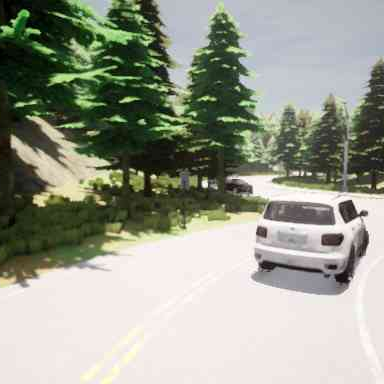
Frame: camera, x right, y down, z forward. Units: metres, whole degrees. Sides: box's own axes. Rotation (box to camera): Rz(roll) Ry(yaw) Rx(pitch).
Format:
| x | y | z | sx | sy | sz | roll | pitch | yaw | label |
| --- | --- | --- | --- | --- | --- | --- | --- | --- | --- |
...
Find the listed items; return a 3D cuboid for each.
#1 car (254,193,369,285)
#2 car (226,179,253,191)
| x | y | z | sx | sy | sz | roll | pitch | yaw | label |
| --- | --- | --- | --- | --- | --- | --- | --- | --- | --- |
| 3.626 | 1.051 | 9.569 | 2.150 | 2.045 | 5.566 | 3 | 3 | 32 | car |
| 4.850 | -0.703 | 35.999 | 1.882 | 1.535 | 5.008 | -2 | 5 | -18 | car |
